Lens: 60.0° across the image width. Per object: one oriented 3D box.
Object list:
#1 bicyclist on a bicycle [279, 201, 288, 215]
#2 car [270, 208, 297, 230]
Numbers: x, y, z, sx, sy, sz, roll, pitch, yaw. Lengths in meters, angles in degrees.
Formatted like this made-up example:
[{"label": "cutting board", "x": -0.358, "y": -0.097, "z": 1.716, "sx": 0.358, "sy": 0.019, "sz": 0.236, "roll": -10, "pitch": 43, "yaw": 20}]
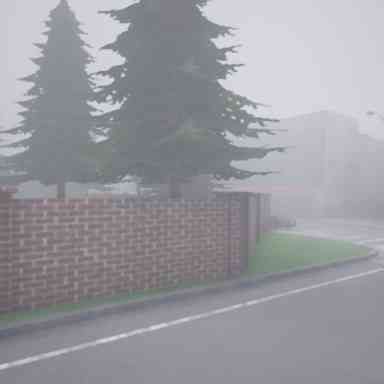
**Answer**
[{"label": "bicyclist on a bicycle", "x": 8.864, "y": 1.750, "z": 32.677, "sx": 1.656, "sy": 1.620, "sz": 0.582, "roll": 0, "pitch": 0, "yaw": -35}, {"label": "car", "x": 5.397, "y": 1.874, "z": 24.507, "sx": 1.837, "sy": 1.490, "sz": 4.892, "roll": 1, "pitch": 0, "yaw": -35}]
